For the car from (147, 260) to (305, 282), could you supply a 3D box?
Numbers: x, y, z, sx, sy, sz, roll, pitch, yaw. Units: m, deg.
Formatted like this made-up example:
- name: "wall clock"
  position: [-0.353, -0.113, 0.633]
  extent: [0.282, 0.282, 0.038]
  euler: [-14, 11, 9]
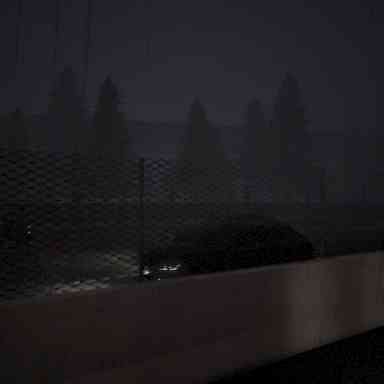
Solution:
- name: "car"
  position: [1.034, 1.544, 8.601]
  extent: [4.892, 1.490, 1.837]
  euler: [1, -1, -31]
